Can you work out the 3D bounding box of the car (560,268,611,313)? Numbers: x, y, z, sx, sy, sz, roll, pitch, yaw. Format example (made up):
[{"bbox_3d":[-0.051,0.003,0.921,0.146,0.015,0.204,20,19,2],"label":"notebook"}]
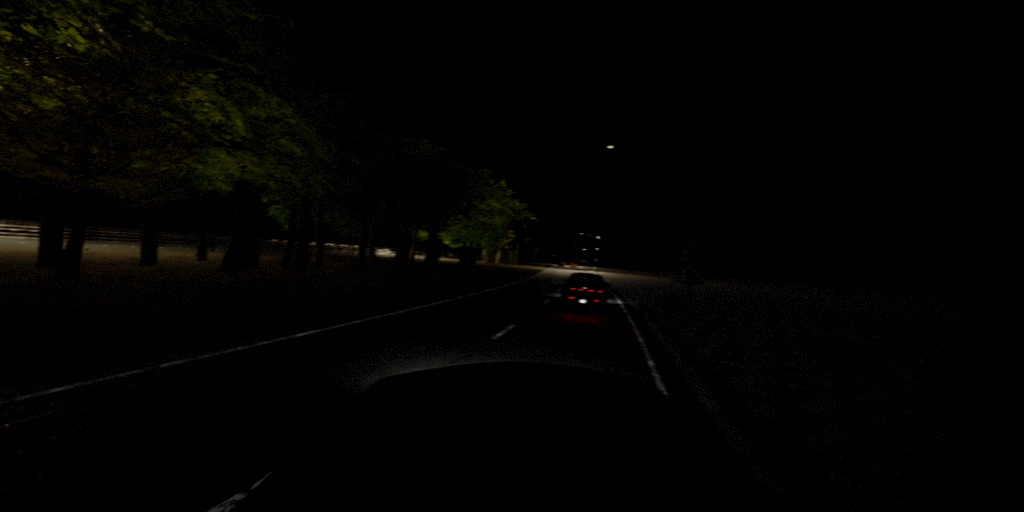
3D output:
[{"bbox_3d":[3.302,1.528,16.129,1.837,1.490,4.892,5,0,13],"label":"car"}]
